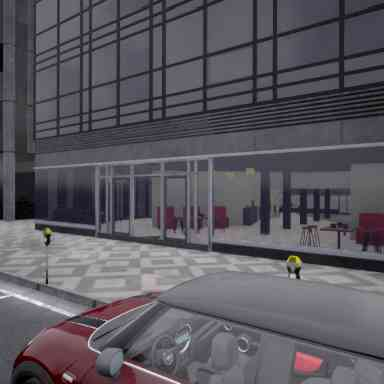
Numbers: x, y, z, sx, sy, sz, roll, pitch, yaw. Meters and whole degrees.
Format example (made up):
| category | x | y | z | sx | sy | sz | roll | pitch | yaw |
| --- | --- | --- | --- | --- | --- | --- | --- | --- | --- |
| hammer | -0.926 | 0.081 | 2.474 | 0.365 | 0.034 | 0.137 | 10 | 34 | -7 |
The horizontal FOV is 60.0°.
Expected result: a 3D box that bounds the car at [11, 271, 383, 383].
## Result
| category | x | y | z | sx | sy | sz | roll | pitch | yaw |
| --- | --- | --- | --- | --- | --- | --- | --- | --- | --- |
| car | 0.243 | 1.440 | 2.789 | 4.097 | 1.590 | 1.967 | 0 | 0 | 36 |
